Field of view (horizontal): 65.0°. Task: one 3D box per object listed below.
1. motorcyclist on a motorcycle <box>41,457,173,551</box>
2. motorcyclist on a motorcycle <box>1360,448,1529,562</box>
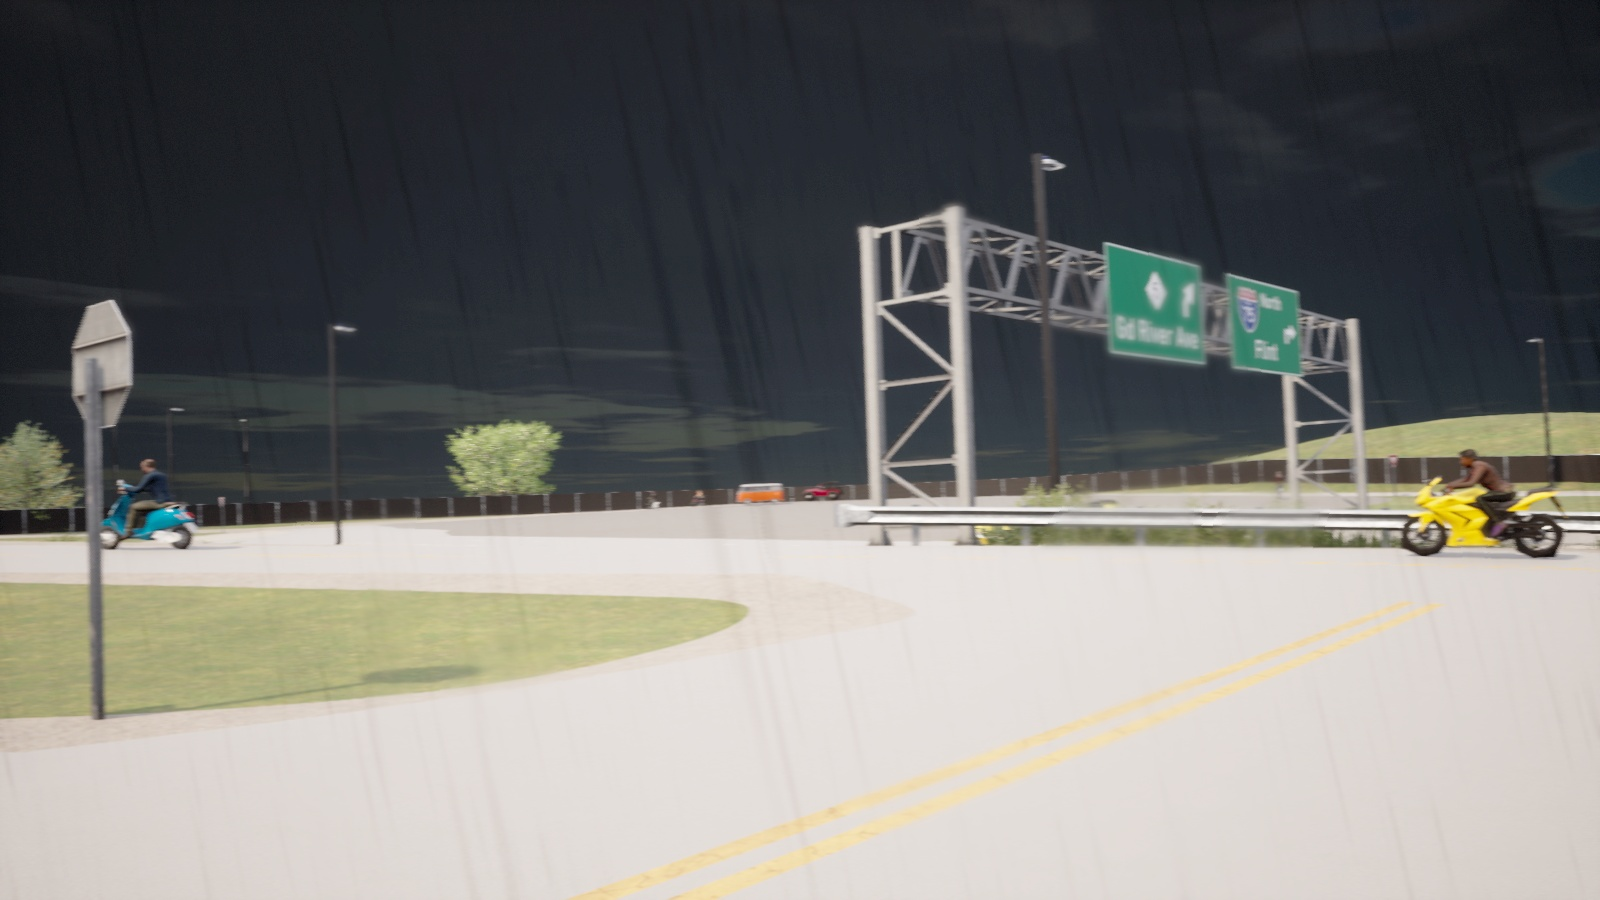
[{"bbox_3d":[-11.944,0.928,21.679,1.817,1.590,0.866,0,-2,4],"label":"motorcyclist on a motorcycle"},{"bbox_3d":[8.964,0.753,17.564,2.044,1.523,0.797,-1,-1,25],"label":"motorcyclist on a motorcycle"}]
